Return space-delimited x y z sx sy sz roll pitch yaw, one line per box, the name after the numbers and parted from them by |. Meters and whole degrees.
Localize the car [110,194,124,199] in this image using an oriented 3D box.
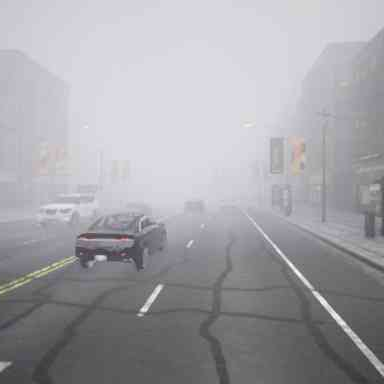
-19.912 1.209 90.076 4.674 1.452 2.002 0 0 26 | car

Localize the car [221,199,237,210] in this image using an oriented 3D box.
4.447 1.485 40.672 1.895 1.301 4.718 0 0 5 | car

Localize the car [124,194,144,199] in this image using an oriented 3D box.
-14.859 1.302 87.372 4.718 1.301 1.895 0 0 36 | car

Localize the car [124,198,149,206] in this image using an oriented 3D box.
-4.303 1.462 25.449 2.033 1.411 5.357 0 0 6 | car

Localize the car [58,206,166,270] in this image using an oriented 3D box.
-2.081 1.454 10.928 2.128 1.511 4.902 0 0 6 | car

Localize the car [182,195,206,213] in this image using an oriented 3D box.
0.391 1.372 34.908 1.882 1.535 5.008 0 0 6 | car

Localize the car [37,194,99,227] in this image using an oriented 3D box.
-8.127 1.138 22.485 2.150 2.045 5.566 0 0 6 | car
